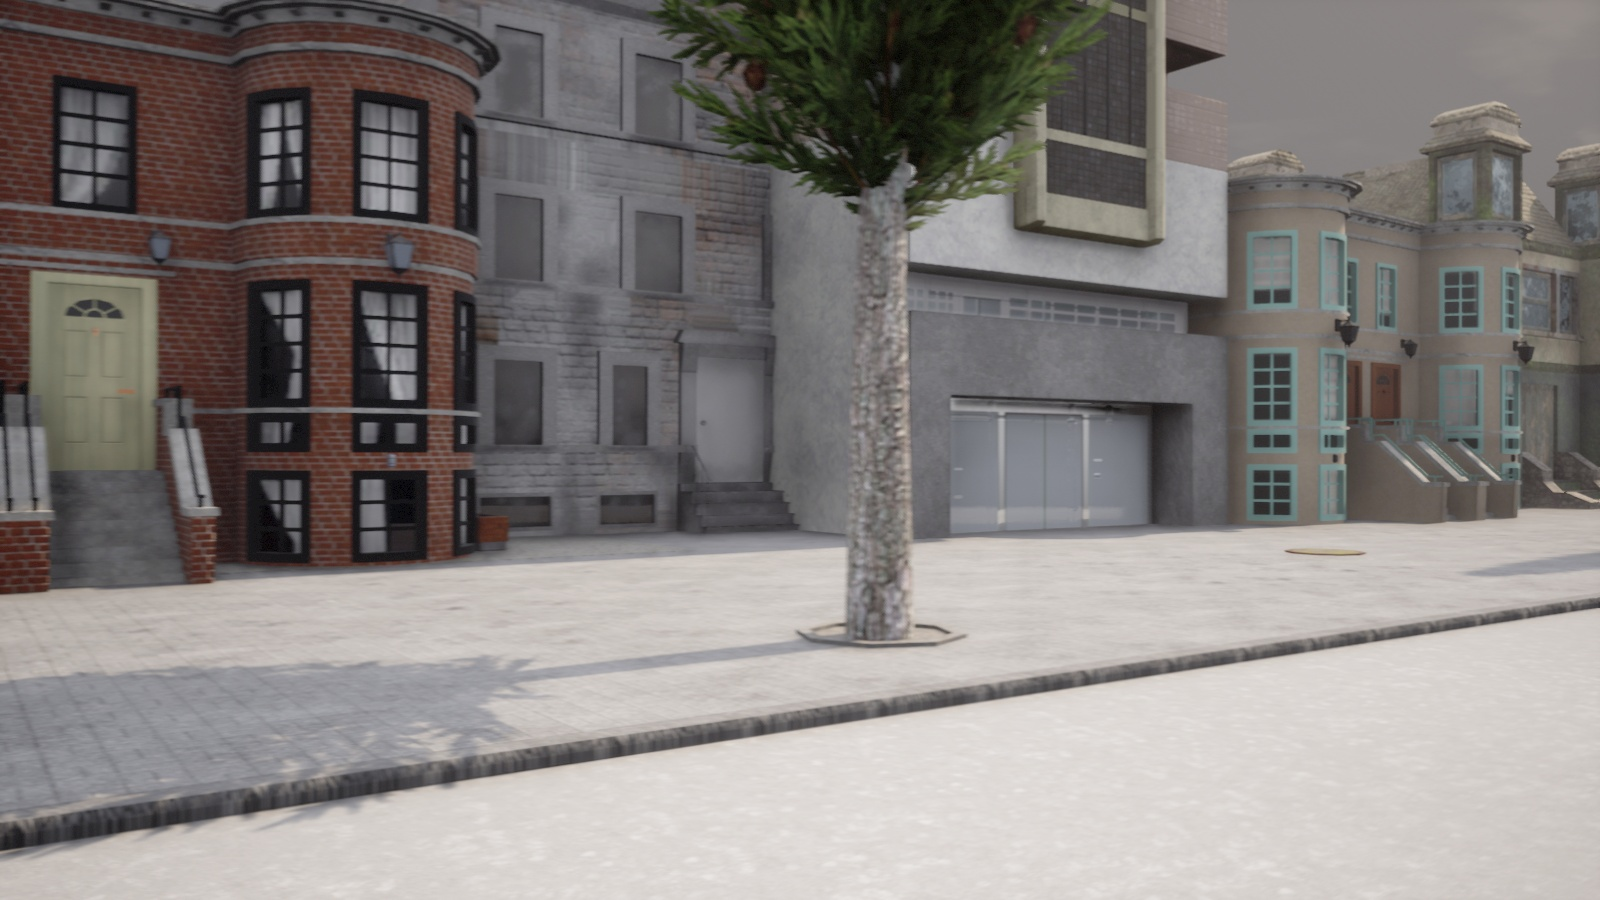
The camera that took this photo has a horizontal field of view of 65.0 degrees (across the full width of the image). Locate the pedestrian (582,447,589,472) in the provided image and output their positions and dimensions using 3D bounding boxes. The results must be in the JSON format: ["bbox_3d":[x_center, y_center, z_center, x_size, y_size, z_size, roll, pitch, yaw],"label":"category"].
[{"bbox_3d":[-16.639,0.719,97.431,0.396,1.930,0.692,0,0,-20],"label":"pedestrian"}]
